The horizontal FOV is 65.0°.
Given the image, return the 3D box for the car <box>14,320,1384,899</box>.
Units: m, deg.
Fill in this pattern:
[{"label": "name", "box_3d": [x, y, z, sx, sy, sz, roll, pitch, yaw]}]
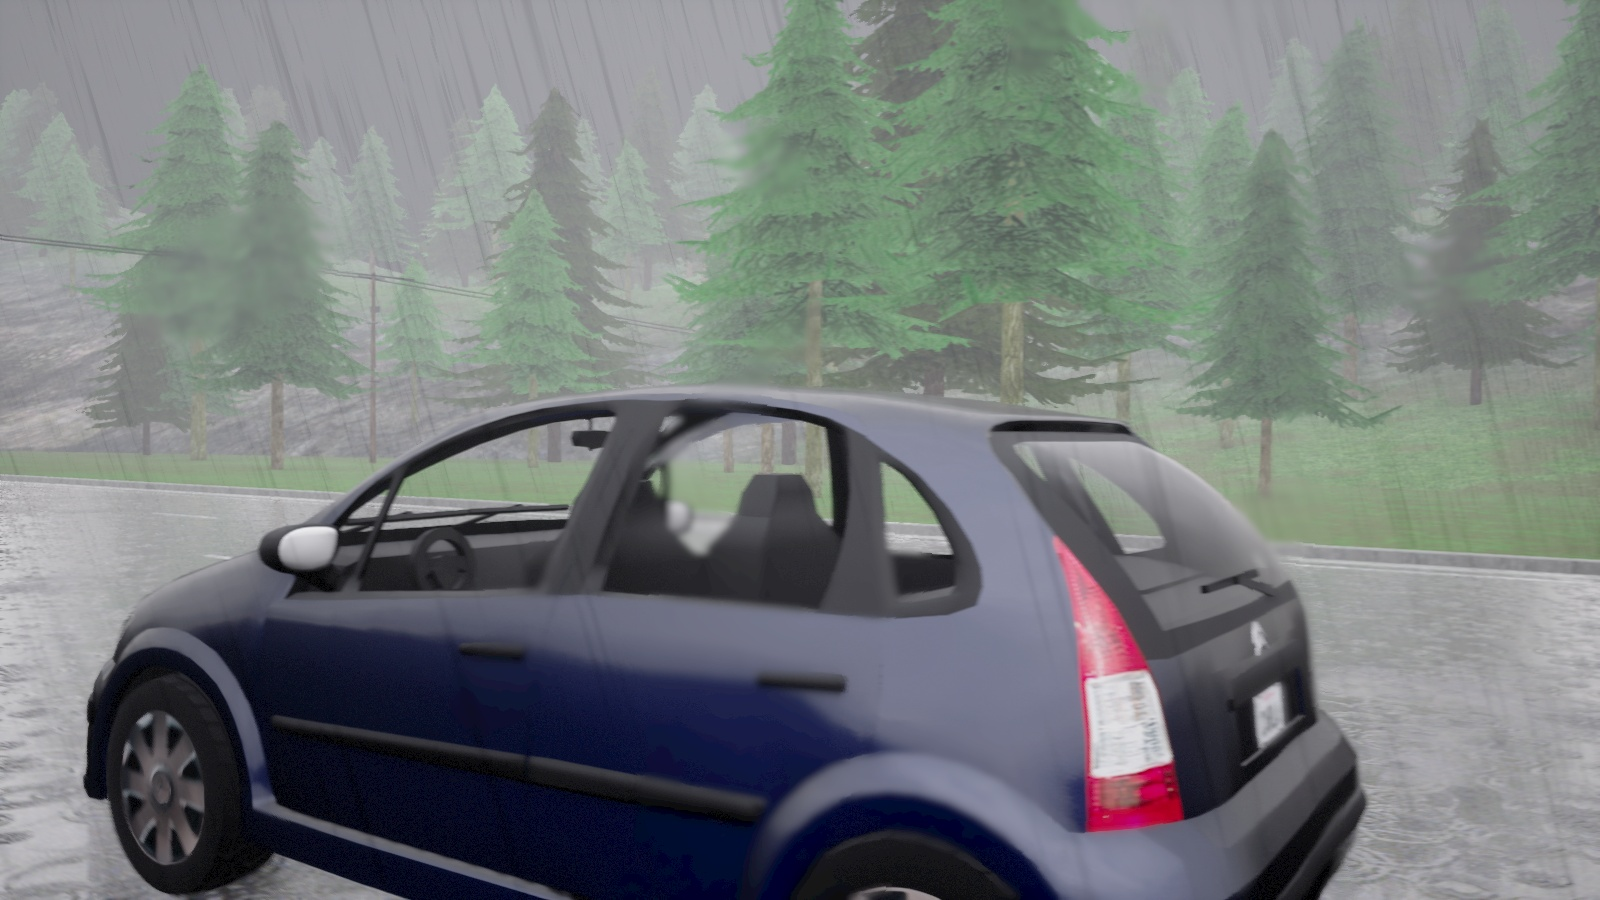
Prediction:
[{"label": "car", "box_3d": [-0.493, 0.580, 3.948, 3.988, 1.617, 1.851, 0, 1, 34]}]
